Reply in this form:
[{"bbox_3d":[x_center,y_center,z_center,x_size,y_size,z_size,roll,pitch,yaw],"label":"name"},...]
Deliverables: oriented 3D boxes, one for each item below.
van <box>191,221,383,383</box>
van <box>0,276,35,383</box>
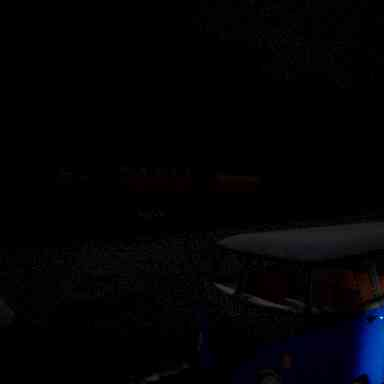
[{"bbox_3d":[1.898,1.326,4.156,3.998,1.788,1.690,0,0,-35],"label":"van"},{"bbox_3d":[-2.556,1.348,0.990,3.998,1.788,1.690,0,0,-35],"label":"van"}]
